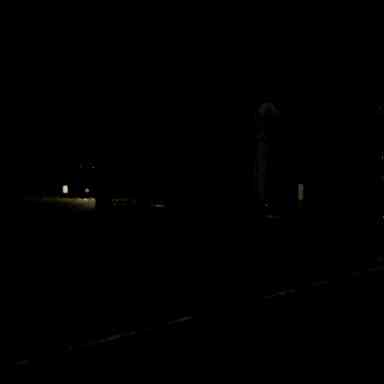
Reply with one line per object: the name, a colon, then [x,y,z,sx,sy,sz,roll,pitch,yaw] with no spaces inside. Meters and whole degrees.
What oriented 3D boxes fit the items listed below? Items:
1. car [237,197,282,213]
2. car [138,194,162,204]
car: [6.648,1.263,32.943,2.097,1.767,4.553,0,1,-36]
car: [-6.428,1.050,51.070,2.097,1.767,4.553,0,1,-36]
